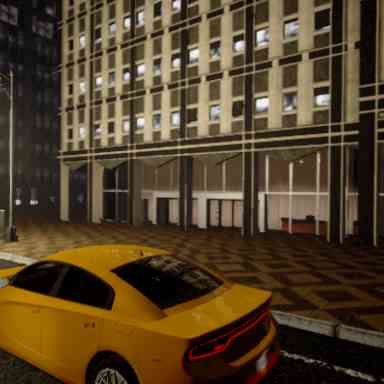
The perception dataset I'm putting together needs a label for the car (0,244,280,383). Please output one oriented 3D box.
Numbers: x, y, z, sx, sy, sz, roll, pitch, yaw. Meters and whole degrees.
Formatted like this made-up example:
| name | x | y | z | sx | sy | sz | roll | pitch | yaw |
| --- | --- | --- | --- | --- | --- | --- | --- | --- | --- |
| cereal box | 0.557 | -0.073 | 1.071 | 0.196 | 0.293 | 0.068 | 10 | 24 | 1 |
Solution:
| name | x | y | z | sx | sy | sz | roll | pitch | yaw |
| --- | --- | --- | --- | --- | --- | --- | --- | --- | --- |
| car | -1.344 | 1.488 | 4.643 | 5.008 | 1.535 | 1.882 | 0 | 0 | 35 |
